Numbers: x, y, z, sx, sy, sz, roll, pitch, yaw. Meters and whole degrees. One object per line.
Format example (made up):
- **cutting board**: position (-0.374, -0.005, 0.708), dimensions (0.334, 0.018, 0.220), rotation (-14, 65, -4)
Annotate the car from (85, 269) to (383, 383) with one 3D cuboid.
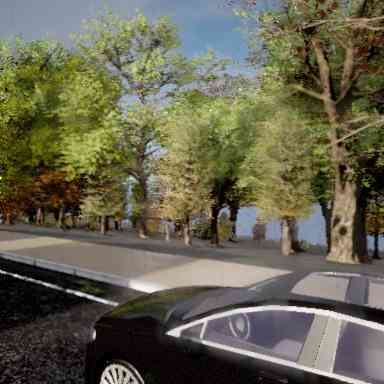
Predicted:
- **car**: position (1.080, 1.491, 2.916), dimensions (4.902, 1.511, 2.128), rotation (0, 0, 36)
